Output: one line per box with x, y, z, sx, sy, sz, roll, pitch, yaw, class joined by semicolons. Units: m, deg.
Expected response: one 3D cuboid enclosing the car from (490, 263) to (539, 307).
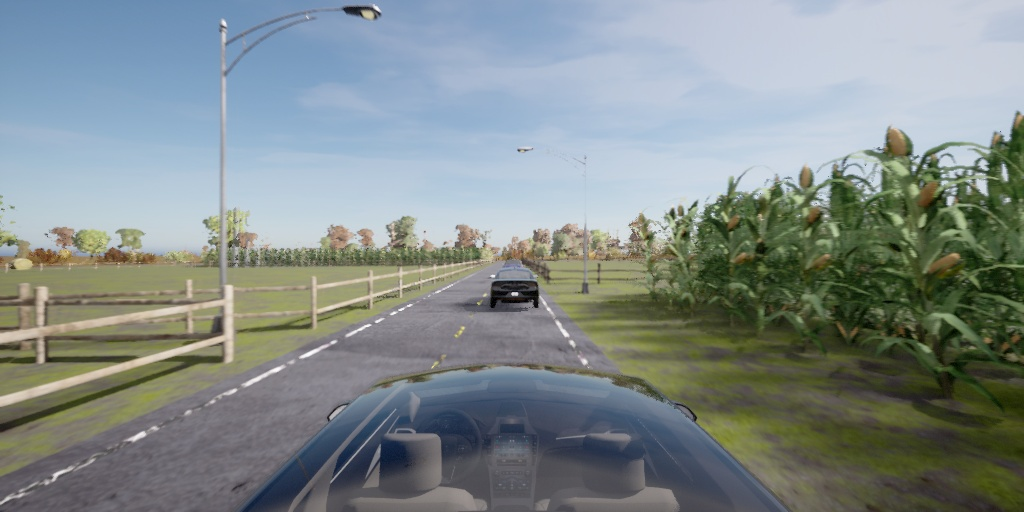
0.103;1.224;15.412;1.882;1.535;5.008;0;0;0;car

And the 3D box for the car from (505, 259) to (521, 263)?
0.105;1.095;33.718;2.097;1.767;4.553;0;0;0;car
